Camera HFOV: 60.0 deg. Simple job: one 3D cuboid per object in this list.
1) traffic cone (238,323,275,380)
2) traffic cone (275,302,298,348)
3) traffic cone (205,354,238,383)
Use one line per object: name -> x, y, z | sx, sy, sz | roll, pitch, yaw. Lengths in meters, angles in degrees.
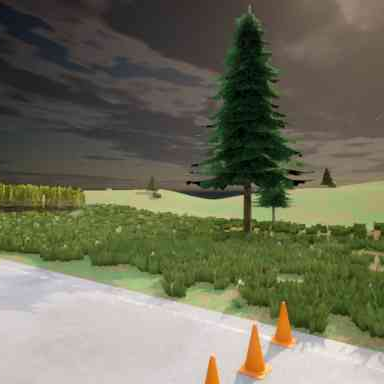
traffic cone -> 0.793, 1.955, 4.196 | 0.340, 0.580, 0.340 | 0, 0, 36
traffic cone -> 1.378, 1.955, 5.007 | 0.340, 0.580, 0.340 | 0, 0, 36
traffic cone -> 0.209, 1.955, 3.385 | 0.340, 0.580, 0.340 | 0, 0, 36
